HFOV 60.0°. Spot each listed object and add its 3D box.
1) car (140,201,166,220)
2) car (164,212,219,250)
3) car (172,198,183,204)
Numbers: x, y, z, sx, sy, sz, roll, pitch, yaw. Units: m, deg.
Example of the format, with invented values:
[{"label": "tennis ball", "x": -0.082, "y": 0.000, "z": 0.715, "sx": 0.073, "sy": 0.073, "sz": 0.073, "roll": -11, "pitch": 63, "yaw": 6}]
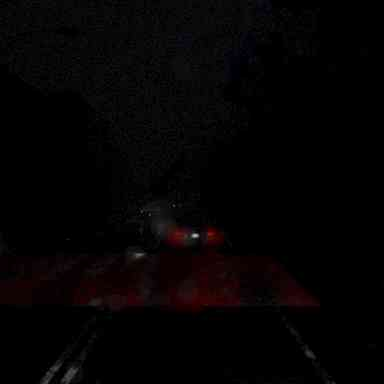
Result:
[{"label": "car", "x": -3.292, "y": 1.517, "z": 28.543, "sx": 1.812, "sy": 1.442, "sz": 4.674, "roll": 0, "pitch": 0, "yaw": 0}, {"label": "car", "x": 0.117, "y": 1.564, "z": 14.220, "sx": 2.033, "sy": 1.411, "sz": 5.357, "roll": 0, "pitch": 1, "yaw": 0}, {"label": "car", "x": -2.977, "y": 1.898, "z": 69.187, "sx": 1.994, "sy": 1.385, "sz": 4.181, "roll": 0, "pitch": -1, "yaw": 0}]
